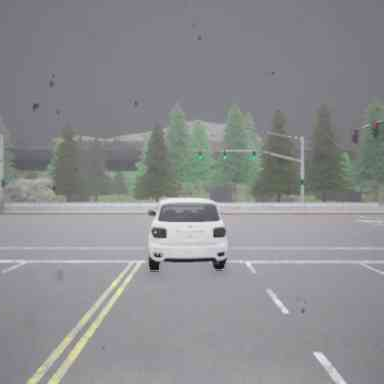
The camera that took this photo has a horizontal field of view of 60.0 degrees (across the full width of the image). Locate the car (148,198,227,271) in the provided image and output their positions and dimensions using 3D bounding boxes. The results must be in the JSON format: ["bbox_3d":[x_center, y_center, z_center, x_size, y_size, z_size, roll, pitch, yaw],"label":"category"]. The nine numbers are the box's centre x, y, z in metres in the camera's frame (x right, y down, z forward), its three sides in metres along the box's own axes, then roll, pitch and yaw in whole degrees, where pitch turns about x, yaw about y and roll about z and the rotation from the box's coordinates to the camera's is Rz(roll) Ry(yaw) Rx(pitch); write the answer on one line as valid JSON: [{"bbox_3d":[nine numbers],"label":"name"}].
[{"bbox_3d":[-0.277,1.201,11.045,2.150,2.045,5.566,0,0,-5],"label":"car"}]
